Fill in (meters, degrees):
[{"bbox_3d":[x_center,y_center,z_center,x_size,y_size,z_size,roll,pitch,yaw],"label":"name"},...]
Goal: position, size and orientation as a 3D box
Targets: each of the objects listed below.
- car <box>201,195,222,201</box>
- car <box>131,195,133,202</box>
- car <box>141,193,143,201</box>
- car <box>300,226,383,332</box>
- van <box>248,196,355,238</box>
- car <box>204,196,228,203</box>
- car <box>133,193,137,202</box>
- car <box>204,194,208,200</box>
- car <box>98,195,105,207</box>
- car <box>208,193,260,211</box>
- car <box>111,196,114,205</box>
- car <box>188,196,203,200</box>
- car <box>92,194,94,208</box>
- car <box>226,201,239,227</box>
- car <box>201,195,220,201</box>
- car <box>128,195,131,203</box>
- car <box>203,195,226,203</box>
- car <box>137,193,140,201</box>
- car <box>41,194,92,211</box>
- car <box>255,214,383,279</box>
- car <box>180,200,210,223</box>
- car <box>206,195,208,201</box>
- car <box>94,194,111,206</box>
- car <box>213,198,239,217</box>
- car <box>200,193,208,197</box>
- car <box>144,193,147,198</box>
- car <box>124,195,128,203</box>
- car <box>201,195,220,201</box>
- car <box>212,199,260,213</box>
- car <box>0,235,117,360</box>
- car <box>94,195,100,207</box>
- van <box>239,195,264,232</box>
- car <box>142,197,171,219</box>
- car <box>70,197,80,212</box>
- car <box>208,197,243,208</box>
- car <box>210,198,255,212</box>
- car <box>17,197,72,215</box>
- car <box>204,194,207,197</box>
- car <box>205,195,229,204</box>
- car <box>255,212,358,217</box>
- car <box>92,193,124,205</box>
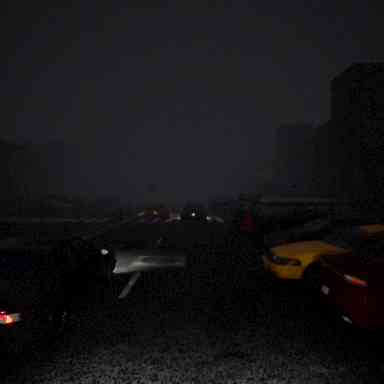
[{"bbox_3d":[4.820,1.553,83.395,5.008,1.535,2.097,0,0,0],"label":"car"},{"bbox_3d":[-15.755,1.507,70.277,5.366,1.575,1.946,0,0,0],"label":"car"},{"bbox_3d":[-15.585,1.578,84.069,4.792,1.488,2.163,0,0,0],"label":"car"},{"bbox_3d":[4.704,1.485,5.583,5.008,1.535,2.097,0,0,0],"label":"car"},{"bbox_3d":[4.824,1.268,13.922,4.442,1.987,1.878,0,0,0],"label":"van"},{"bbox_3d":[4.774,1.549,66.847,4.674,1.452,2.002,0,0,0],"label":"car"},{"bbox_3d":[-15.382,1.513,73.040,5.366,1.575,1.946,0,0,0],"label":"car"},{"bbox_3d":[4.912,1.496,50.046,5.366,1.575,1.946,0,0,0],"label":"car"},{"bbox_3d":[-15.547,1.553,48.222,4.674,1.452,2.002,0,0,0],"label":"car"},{"bbox_3d":[4.677,1.251,33.379,5.566,2.045,2.435,0,0,0],"label":"car"},{"bbox_3d":[-15.557,1.545,53.736,4.674,1.452,2.002,0,0,0],"label":"car"},{"bbox_3d":[0.102,1.586,42.628,1.994,1.385,4.181,0,0,0],"label":"car"},{"bbox_3d":[-15.513,1.398,42.706,4.553,1.767,2.185,0,0,0],"label":"car"},{"bbox_3d":[4.701,1.499,19.481,4.892,1.521,2.231,0,0,0],"label":"car"},{"bbox_3d":[4.863,1.593,86.300,4.792,1.488,2.163,0,0,0],"label":"car"},{"bbox_3d":[-15.596,1.536,67.521,4.792,1.488,2.163,0,0,0],"label":"car"},{"bbox_3d":[4.800,1.521,72.403,4.892,1.521,2.231,0,0,0],"label":"car"},{"bbox_3d":[-15.533,1.559,78.553,4.792,1.488,2.163,0,0,0],"label":"car"},{"bbox_3d":[-15.514,1.276,39.948,5.566,2.045,2.435,0,0,0],"label":"car"},{"bbox_3d":[4.523,1.485,8.363,5.366,1.575,1.946,0,0,0],"label":"car"},{"bbox_3d":[0.100,1.585,25.719,1.994,1.385,4.181,0,0,0],"label":"car"},{"bbox_3d":[4.716,1.501,44.613,5.008,1.535,2.097,0,0,0],"label":"car"},{"bbox_3d":[-15.547,1.509,50.979,5.008,1.535,2.097,0,0,0],"label":"car"},{"bbox_3d":[4.676,1.532,30.599,4.792,1.488,2.163,0,0,0],"label":"car"},{"bbox_3d":[4.788,1.251,61.165,5.566,2.045,2.435,0,0,0],"label":"car"},{"bbox_3d":[-15.545,1.572,89.583,5.008,1.535,2.097,0,0,0],"label":"car"},{"bbox_3d":[-15.750,1.500,64.763,5.366,1.575,1.946,0,0,0],"label":"car"},{"bbox_3d":[4.836,1.576,89.078,4.892,1.521,2.231,0,0,0],"label":"car"},{"bbox_3d":[4.699,1.504,36.158,4.892,1.521,2.231,0,0,0],"label":"car"},{"bbox_3d":[-2.901,1.554,6.418,2.033,1.411,5.357,0,0,0],"label":"car"},{"bbox_3d":[-15.544,1.559,45.334,4.674,1.452,2.002,0,0,0],"label":"car"},{"bbox_3d":[4.824,1.270,16.701,4.442,1.987,1.878,0,0,0],"label":"van"},{"bbox_3d":[-2.905,1.500,29.000,1.882,1.535,5.008,0,0,0],"label":"car"},{"bbox_3d":[-15.542,1.571,37.190,4.674,1.452,2.002,0,0,0],"label":"car"},{"bbox_3d":[4.747,1.529,47.269,4.792,1.488,2.163,0,0,0],"label":"car"},{"bbox_3d":[4.710,1.502,38.938,5.008,1.535,2.097,0,0,0],"label":"car"},{"bbox_3d":[-15.508,1.563,34.432,4.792,1.488,2.163,0,0,0],"label":"car"},{"bbox_3d":[4.706,1.528,52.826,4.792,1.488,2.163,0,0,0],"label":"car"},{"bbox_3d":[4.800,1.380,63.977,4.553,1.767,2.185,0,0,0],"label":"car"},{"bbox_3d":[4.710,1.531,11.142,4.674,1.452,2.002,0,0,0],"label":"car"},{"bbox_3d":[-15.531,1.250,59.250,5.566,2.045,2.435,0,0,0],"label":"car"}]
